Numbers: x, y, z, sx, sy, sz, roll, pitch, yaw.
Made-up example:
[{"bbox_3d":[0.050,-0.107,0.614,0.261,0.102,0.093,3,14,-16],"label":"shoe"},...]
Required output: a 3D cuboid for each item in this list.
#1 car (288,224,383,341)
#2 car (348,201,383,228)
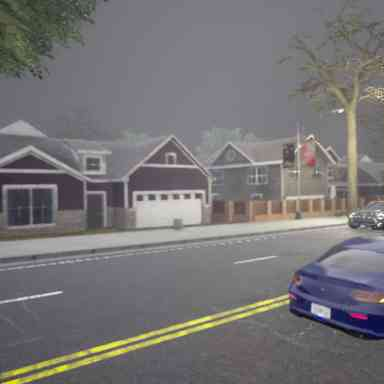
[{"bbox_3d":[3.711,1.531,6.087,4.674,1.442,1.812,0,0,-36],"label":"car"},{"bbox_3d":[11.295,1.314,19.733,4.553,1.767,2.097,0,0,-35],"label":"car"}]
